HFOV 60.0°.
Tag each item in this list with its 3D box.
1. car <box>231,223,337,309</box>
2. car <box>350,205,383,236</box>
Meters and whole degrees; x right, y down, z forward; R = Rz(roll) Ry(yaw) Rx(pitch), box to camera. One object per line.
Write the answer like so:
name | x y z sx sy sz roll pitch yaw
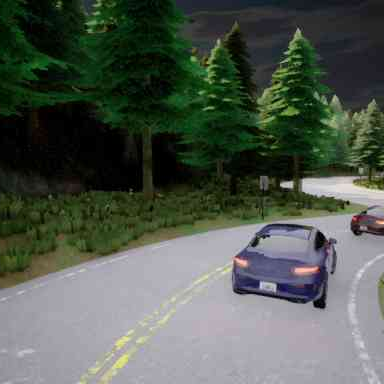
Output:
car | 2.358 1.486 7.971 1.812 1.442 4.674 2 2 26
car | 9.265 1.336 15.516 4.674 1.442 1.812 -1 5 -34
